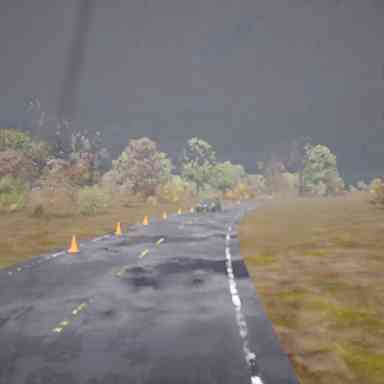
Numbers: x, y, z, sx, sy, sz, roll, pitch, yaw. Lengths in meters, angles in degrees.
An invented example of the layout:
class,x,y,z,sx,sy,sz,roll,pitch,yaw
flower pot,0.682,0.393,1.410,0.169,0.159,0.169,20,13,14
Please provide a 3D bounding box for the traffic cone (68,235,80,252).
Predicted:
class,x,y,z,sx,sy,sz,roll,pitch,yaw
traffic cone,-4.402,1.913,12.400,0.340,0.580,0.340,0,0,5

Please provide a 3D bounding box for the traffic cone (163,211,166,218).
class,x,y,z,sx,sy,sz,roll,pitch,yaw
traffic cone,-2.253,1.878,27.515,0.340,0.580,0.340,0,0,11

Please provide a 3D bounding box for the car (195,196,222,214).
class,x,y,z,sx,sy,sz,roll,pitch,yaw
car,1.787,1.260,34.758,2.097,1.767,4.553,0,0,14

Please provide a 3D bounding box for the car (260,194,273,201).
class,x,y,z,sx,sy,sz,roll,pitch,yaw
car,16.628,1.290,74.334,1.882,1.535,5.008,0,0,30

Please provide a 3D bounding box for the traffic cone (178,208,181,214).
class,x,y,z,sx,sy,sz,roll,pitch,yaw
traffic cone,-1.200,1.867,32.495,0.340,0.580,0.340,0,0,13
